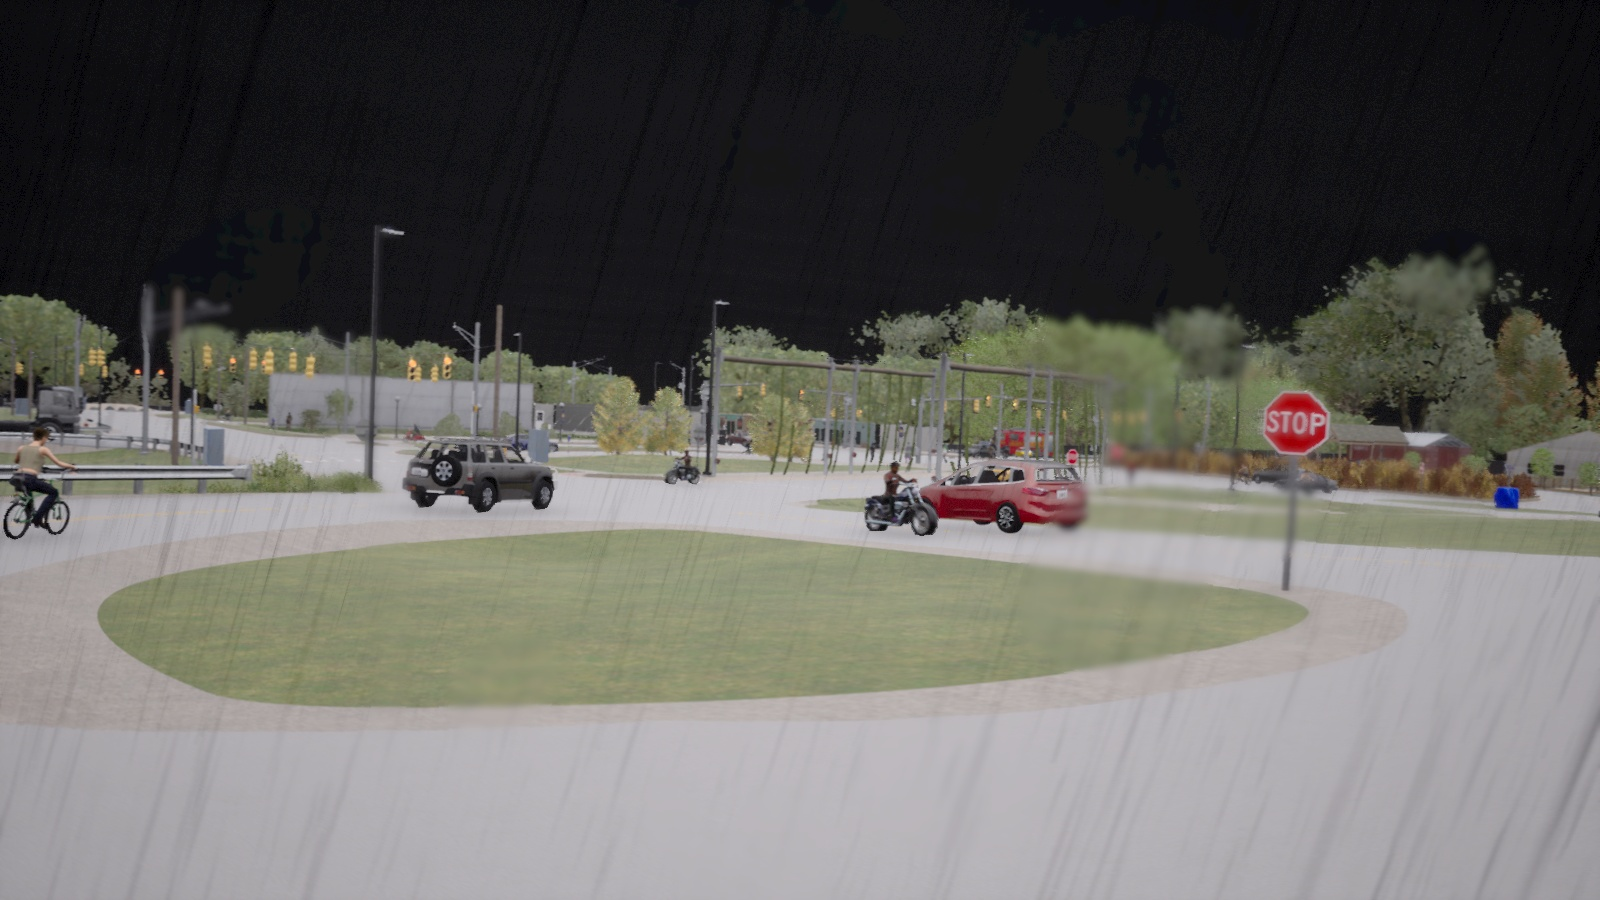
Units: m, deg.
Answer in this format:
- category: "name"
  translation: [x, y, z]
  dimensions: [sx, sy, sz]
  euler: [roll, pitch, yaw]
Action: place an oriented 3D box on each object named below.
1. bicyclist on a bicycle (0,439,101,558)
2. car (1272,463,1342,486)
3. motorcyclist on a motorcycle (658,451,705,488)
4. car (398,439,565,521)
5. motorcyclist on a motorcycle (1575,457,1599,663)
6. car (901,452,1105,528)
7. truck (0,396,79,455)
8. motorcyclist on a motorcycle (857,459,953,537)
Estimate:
- category: "bicyclist on a bicycle"
  translation: [-11.054, 0.675, 18.250]
  dimensions: [0.866, 1.612, 1.509]
  euler: [3, 0, 0]
- category: "car"
  translation: [34.568, 1.645, 85.538]
  dimensions: [5.357, 1.411, 2.033]
  euler: [1, 2, -39]
- category: "motorcyclist on a motorcycle"
  translation: [-5.380, 0.879, 57.146]
  dimensions: [0.766, 1.649, 2.350]
  euler: [3, 1, 33]
- category: "car"
  translation: [-8.056, 0.741, 32.245]
  dimensions: [1.932, 1.855, 4.605]
  euler: [3, 0, 18]
- category: "motorcyclist on a motorcycle"
  translation: [7.016, 0.820, 9.729]
  dimensions: [2.191, 1.530, 0.866]
  euler: [0, 0, -33]
- category: "car"
  translation: [4.783, 0.906, 30.187]
  dimensions: [2.242, 1.667, 4.611]
  euler: [0, 0, -35]
- category: "truck"
  translation: [-48.667, -1.521, 76.594]
  dimensions: [7.936, 3.462, 2.891]
  euler: [1, 1, -34]
- category: "motorcyclist on a motorcycle"
  translation: [2.294, 1.023, 27.655]
  dimensions: [0.766, 1.649, 2.350]
  euler: [0, 0, -35]
